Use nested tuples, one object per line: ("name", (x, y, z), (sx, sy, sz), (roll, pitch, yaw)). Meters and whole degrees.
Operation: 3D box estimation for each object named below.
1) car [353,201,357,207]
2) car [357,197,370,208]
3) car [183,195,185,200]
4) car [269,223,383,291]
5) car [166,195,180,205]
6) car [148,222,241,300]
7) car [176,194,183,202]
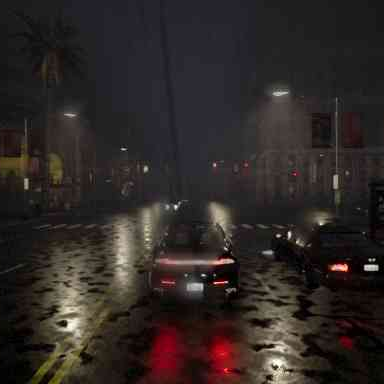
("car", (26.051, 1.477, 48.254), (5.008, 1.535, 1.882), (0, 0, 0))
("car", (25.431, 1.505, 44.744), (4.892, 1.490, 1.837), (0, 0, 0))
("car", (-3.474, 1.355, 83.203), (2.097, 1.767, 4.553), (0, 0, 0))
("car", (3.565, 1.547, 9.087), (2.033, 1.411, 5.357), (0, 0, 0))
("car", (-3.565, 1.601, 59.330), (1.895, 1.301, 4.718), (0, 0, 0))
("car", (0.061, 1.492, 8.386), (2.128, 1.511, 4.902), (0, 0, 0))
("car", (-3.479, 1.478, 72.823), (1.882, 1.535, 5.008), (0, 0, 0))
